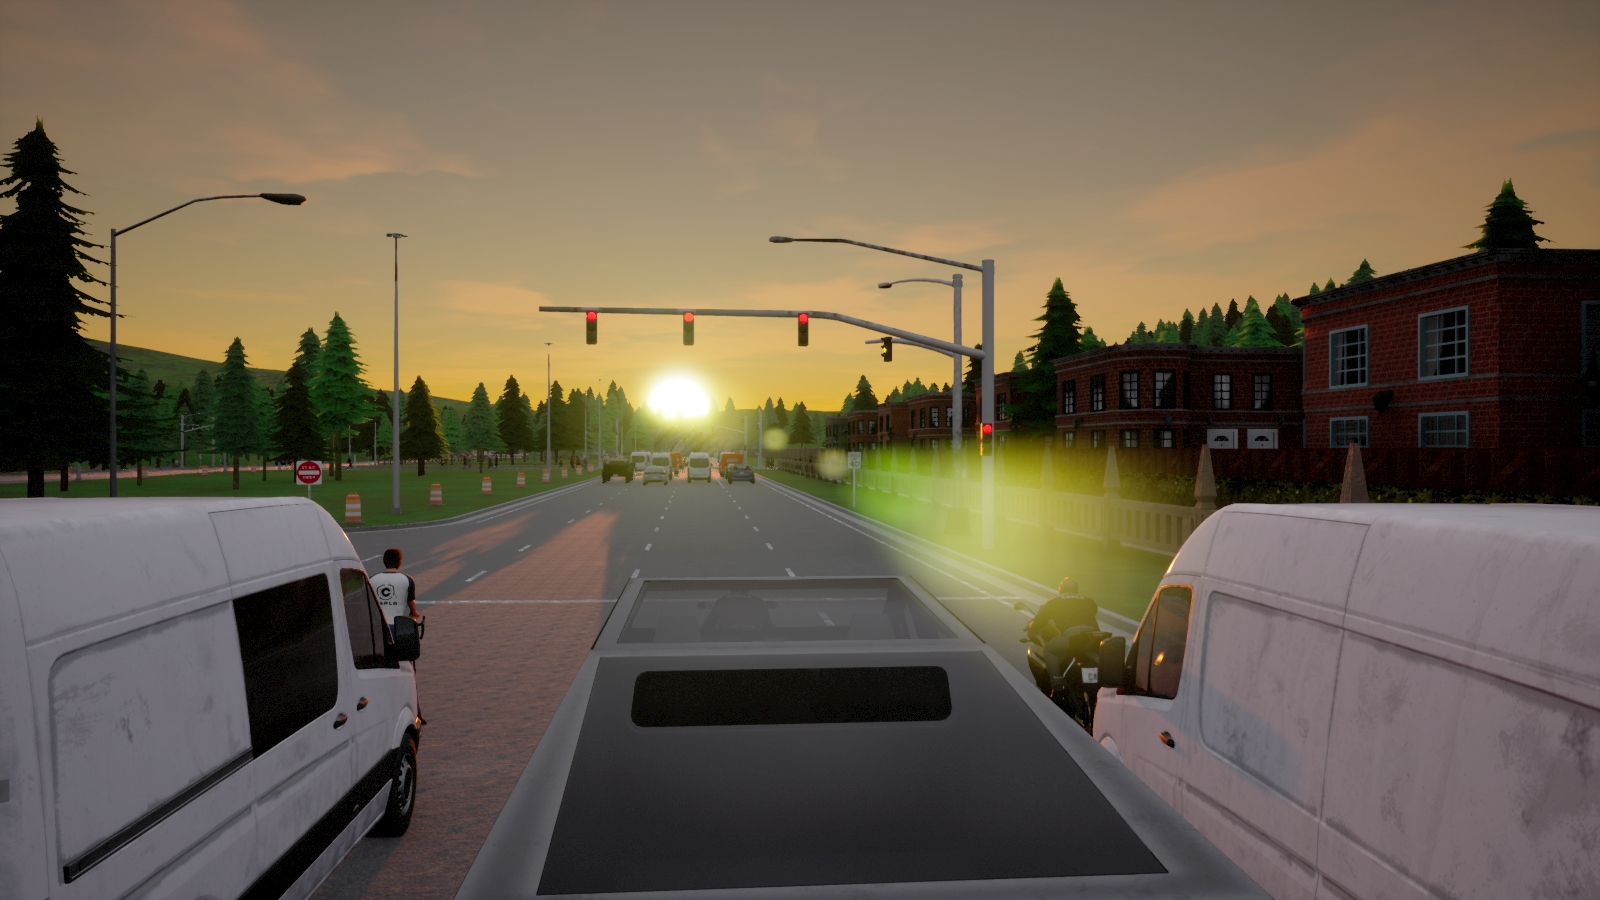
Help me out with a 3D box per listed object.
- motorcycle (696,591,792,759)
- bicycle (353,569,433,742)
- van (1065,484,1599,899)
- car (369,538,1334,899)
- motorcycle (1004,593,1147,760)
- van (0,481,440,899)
[{"bbox_3d":[-0.613,2.205,11.622,0.867,1.251,2.209,0,0,-6],"label":"motorcycle"},{"bbox_3d":[-4.173,2.056,11.794,0.373,1.496,1.643,0,0,-5],"label":"bicycle"},{"bbox_3d":[3.020,1.534,5.590,1.988,2.561,5.915,0,0,-1],"label":"van"},{"bbox_3d":[-0.117,1.754,5.929,2.390,2.098,6.274,0,0,-5],"label":"car"},{"bbox_3d":[2.714,2.205,11.543,0.867,1.251,2.209,0,0,-2],"label":"motorcycle"},{"bbox_3d":[-3.677,1.534,6.378,1.988,2.561,5.915,0,0,-5],"label":"van"}]
